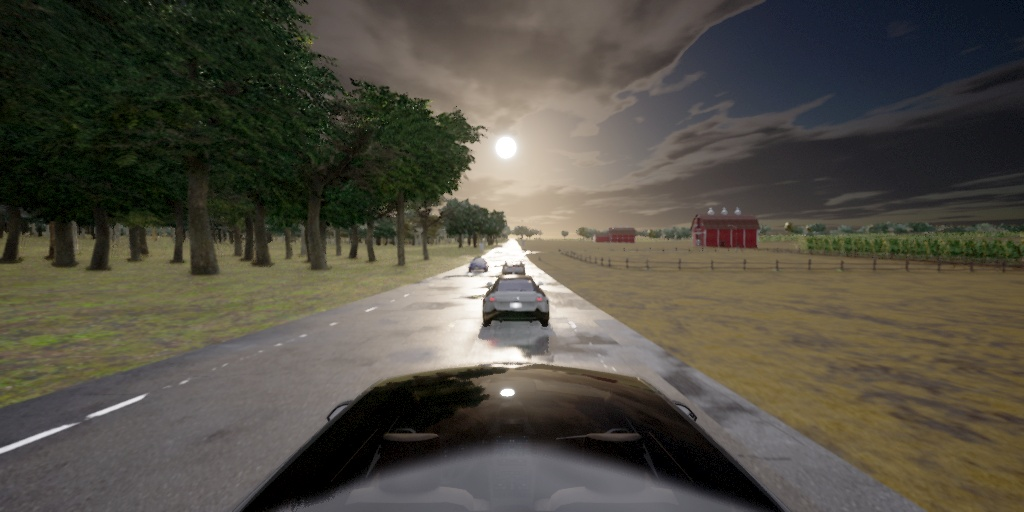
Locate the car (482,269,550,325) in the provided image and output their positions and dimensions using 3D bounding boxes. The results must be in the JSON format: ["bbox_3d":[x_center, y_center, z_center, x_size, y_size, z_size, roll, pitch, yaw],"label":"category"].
[{"bbox_3d":[0.108,1.310,11.782,1.994,1.385,4.181,0,0,0],"label":"car"}]

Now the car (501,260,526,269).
[{"bbox_3d":[0.121,1.046,29.280,2.128,1.511,4.902,0,1,0],"label":"car"}]

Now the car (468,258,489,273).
[{"bbox_3d":[-3.481,0.925,37.891,1.812,1.442,4.674,0,1,0],"label":"car"}]
